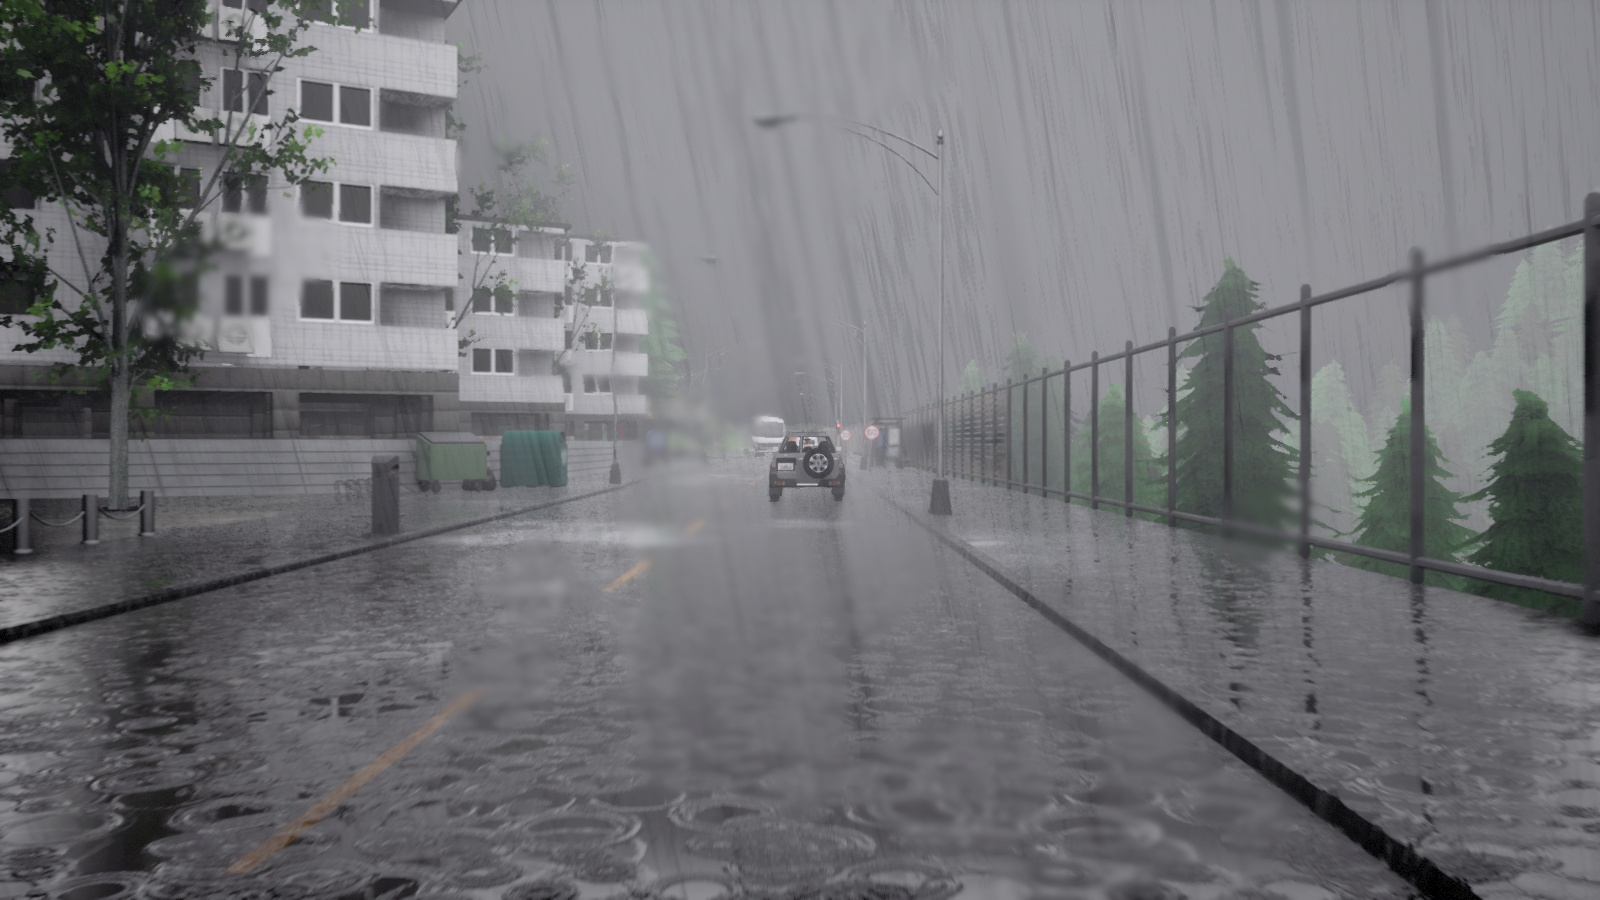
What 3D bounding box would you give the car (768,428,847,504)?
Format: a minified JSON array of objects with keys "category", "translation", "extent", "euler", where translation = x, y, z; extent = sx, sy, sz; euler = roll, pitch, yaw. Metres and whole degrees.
[{"category":"car","translation":[0.191,0.378,32.929],"extent":[1.932,1.855,4.605],"euler":[0,0,0]}]
